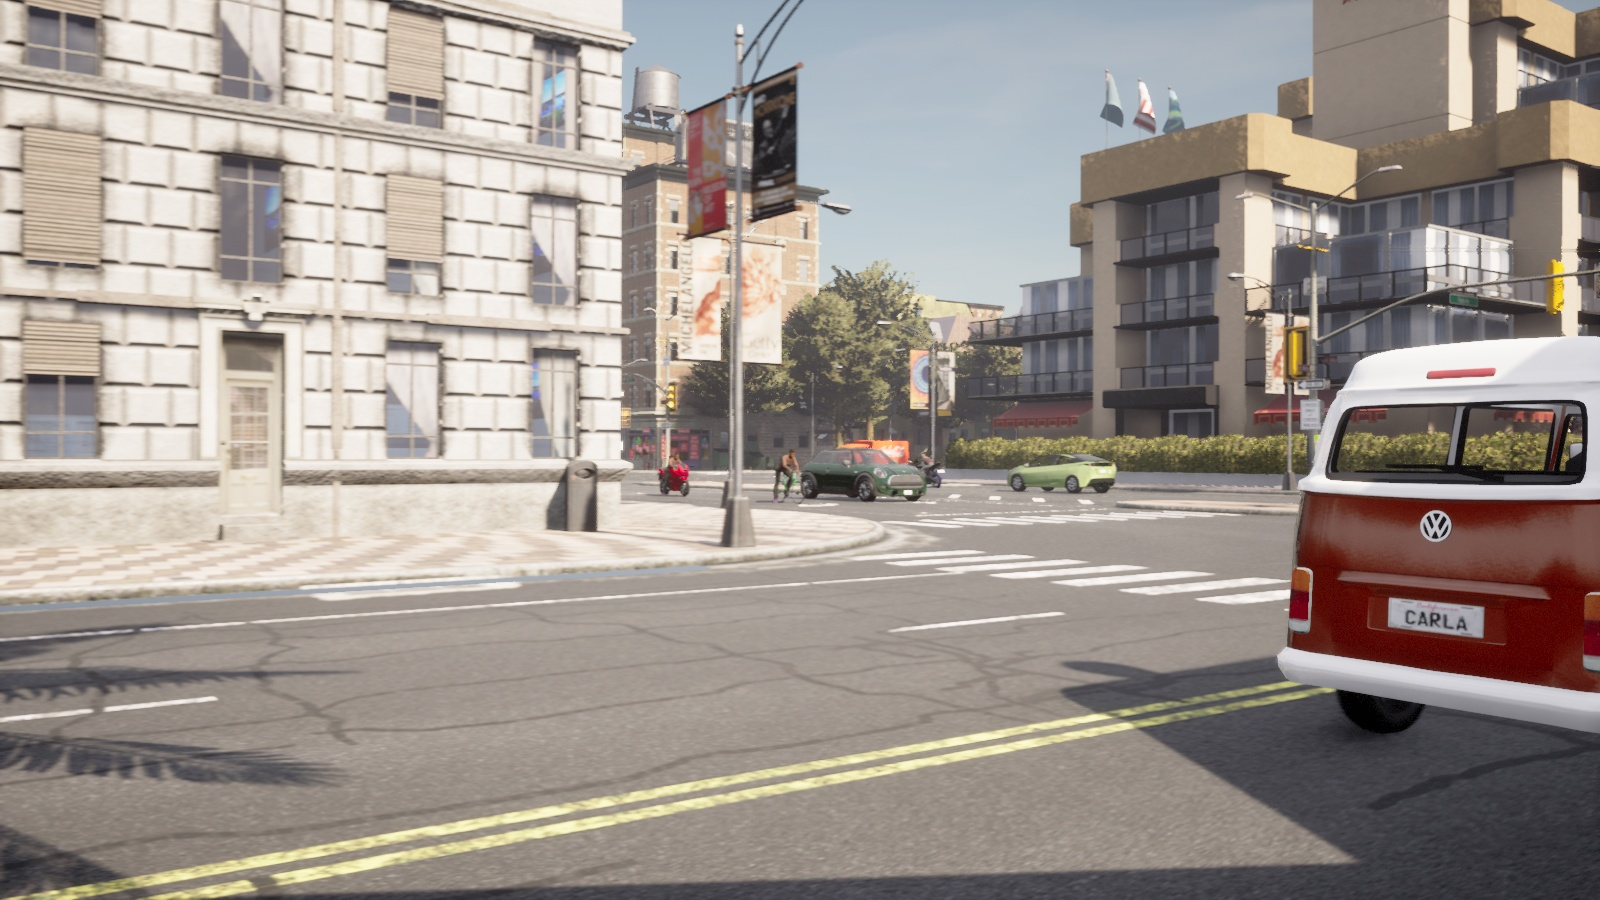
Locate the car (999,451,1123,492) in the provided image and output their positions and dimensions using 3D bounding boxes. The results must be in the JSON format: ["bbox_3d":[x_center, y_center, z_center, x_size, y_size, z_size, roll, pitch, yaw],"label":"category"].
[{"bbox_3d":[10.037,0.803,48.608,2.007,1.525,4.514,0,0,-35],"label":"car"}]

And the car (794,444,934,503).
[{"bbox_3d":[1.964,0.706,40.113,2.097,1.767,4.553,0,0,-35],"label":"car"}]

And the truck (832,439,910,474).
[{"bbox_3d":[5.190,0.492,91.486,5.204,2.467,2.627,0,0,-36],"label":"truck"}]

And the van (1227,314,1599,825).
[{"bbox_3d":[4.621,0.478,6.874,4.480,2.038,2.069,0,0,-35],"label":"van"}]

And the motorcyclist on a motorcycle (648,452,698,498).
[{"bbox_3d":[-4.351,0.849,42.970,0.797,1.523,2.044,0,0,-35],"label":"motorcyclist on a motorcycle"}]

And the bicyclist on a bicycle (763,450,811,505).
[{"bbox_3d":[-0.403,0.798,37.398,0.582,1.620,1.656,0,0,-35],"label":"bicyclist on a bicycle"}]

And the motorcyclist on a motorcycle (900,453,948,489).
[{"bbox_3d":[5.420,0.917,55.125,0.866,1.530,2.191,0,0,-35],"label":"motorcyclist on a motorcycle"}]
